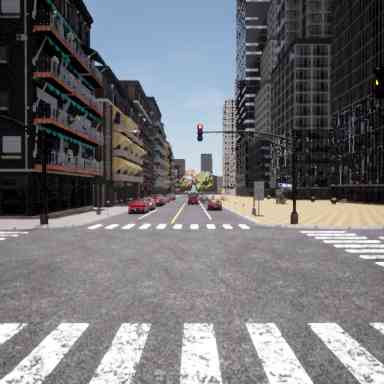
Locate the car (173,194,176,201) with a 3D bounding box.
[{"bbox_3d":[-5.532,1.314,86.220,2.192,1.841,5.009,-1,0,0],"label":"car"}]

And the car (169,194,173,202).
[{"bbox_3d":[-5.562,1.577,69.273,1.802,1.307,4.206,-1,0,0],"label":"car"}]

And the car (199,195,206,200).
[{"bbox_3d":[2.830,1.526,92.080,1.752,1.417,4.829,-1,0,0],"label":"car"}]

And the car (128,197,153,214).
[{"bbox_3d":[-5.630,1.537,35.379,1.887,1.381,4.507,-1,0,0],"label":"car"}]

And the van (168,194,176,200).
[{"bbox_3d":[-5.520,1.342,91.867,1.690,1.788,3.998,-1,0,0],"label":"van"}]

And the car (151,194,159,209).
[{"bbox_3d":[-5.620,1.432,41.028,1.967,1.590,4.097,-1,0,0],"label":"car"}]

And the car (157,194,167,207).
[{"bbox_3d":[-5.599,1.308,52.327,2.192,1.841,5.009,-1,0,0],"label":"car"}]

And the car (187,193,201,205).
[{"bbox_3d":[0.221,1.471,59.748,1.882,1.535,5.008,0,0,0],"label":"car"}]

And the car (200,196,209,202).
[{"bbox_3d":[2.797,1.541,74.963,1.887,1.381,4.507,-1,0,0],"label":"car"}]

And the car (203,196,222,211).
[{"bbox_3d":[2.728,1.537,41.069,1.887,1.381,4.507,-1,0,0],"label":"car"}]

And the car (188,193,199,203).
[{"bbox_3d":[0.255,1.217,70.014,2.150,2.045,5.566,0,0,0],"label":"car"}]

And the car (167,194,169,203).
[{"bbox_3d":[-5.586,1.434,57.974,1.967,1.590,4.097,-1,0,0],"label":"car"}]

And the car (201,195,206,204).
[{"bbox_3d":[2.774,1.545,63.664,2.008,1.369,4.403,-1,0,0],"label":"car"}]
